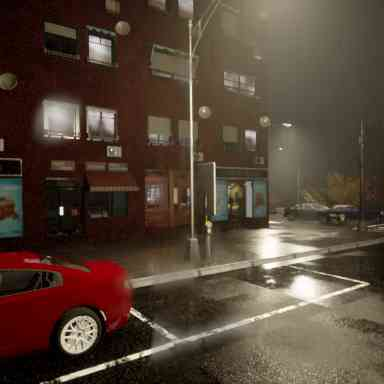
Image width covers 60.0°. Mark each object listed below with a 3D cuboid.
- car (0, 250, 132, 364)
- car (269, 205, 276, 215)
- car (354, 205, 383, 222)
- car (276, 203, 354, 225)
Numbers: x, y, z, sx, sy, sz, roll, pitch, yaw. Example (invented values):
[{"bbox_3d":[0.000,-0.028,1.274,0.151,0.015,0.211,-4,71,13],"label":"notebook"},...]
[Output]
[{"bbox_3d":[-3.046,1.545,4.401,4.507,1.381,1.887,0,-1,-35],"label":"car"},{"bbox_3d":[6.637,1.648,35.029,1.882,1.535,5.008,-1,0,-35],"label":"car"},{"bbox_3d":[12.564,1.703,26.554,1.895,1.301,4.718,-1,0,-35],"label":"car"},{"bbox_3d":[9.287,1.643,25.565,2.128,1.511,4.902,-1,0,-34],"label":"car"}]
